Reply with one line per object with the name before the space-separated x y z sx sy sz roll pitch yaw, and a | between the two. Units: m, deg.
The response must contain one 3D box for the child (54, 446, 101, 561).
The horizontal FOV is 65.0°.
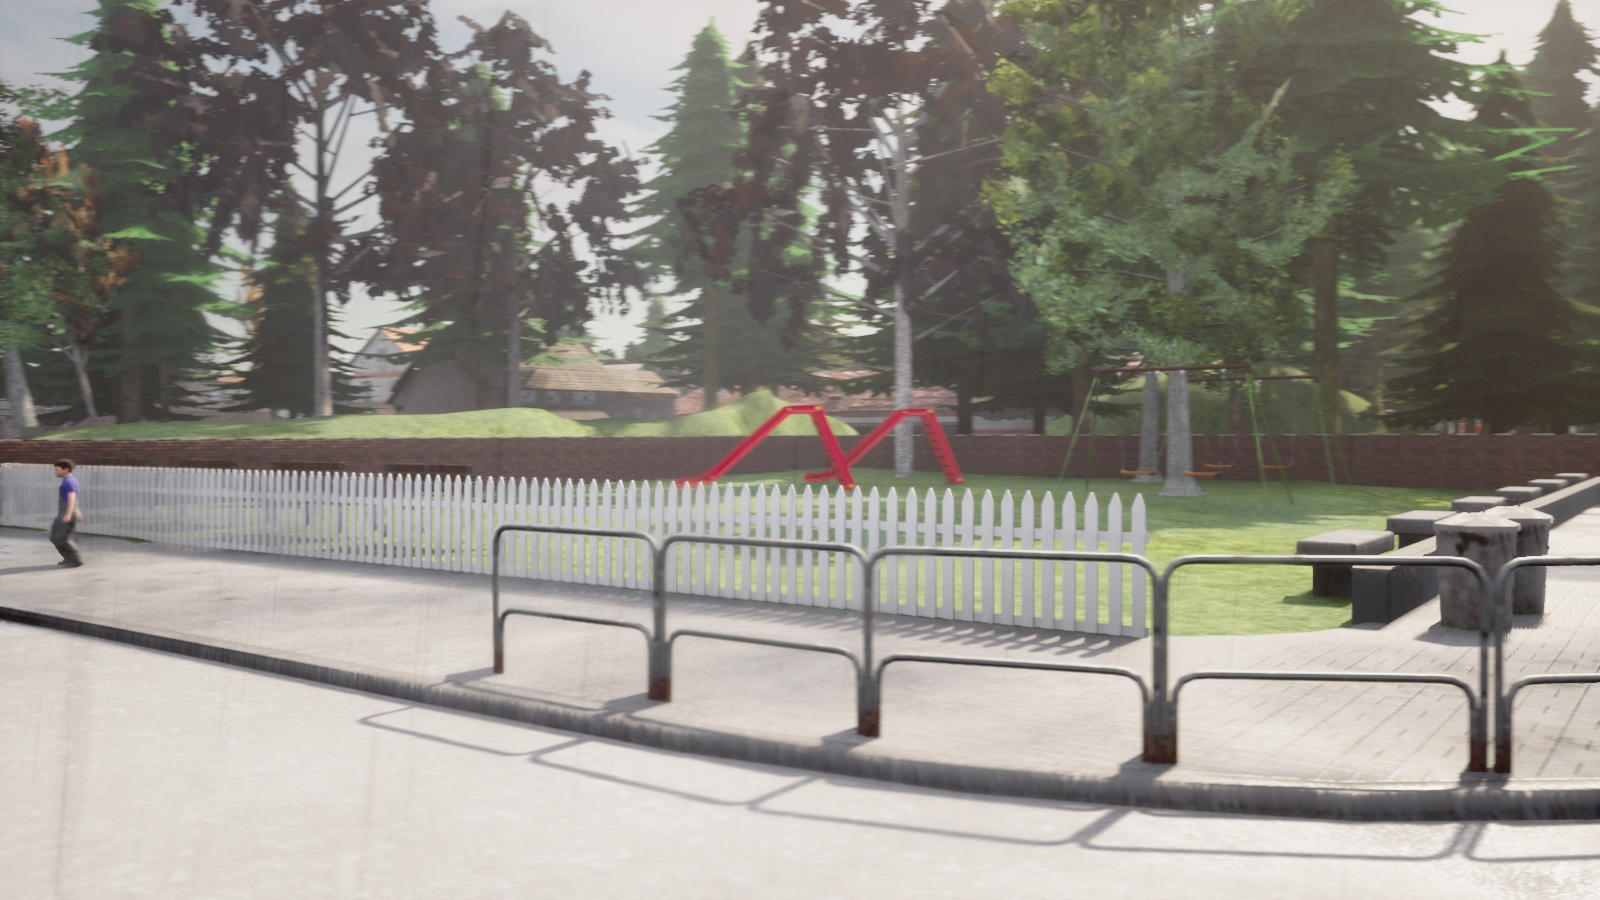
child | -8.073 0.591 14.039 0.437 1.263 0.270 0 1 -27
